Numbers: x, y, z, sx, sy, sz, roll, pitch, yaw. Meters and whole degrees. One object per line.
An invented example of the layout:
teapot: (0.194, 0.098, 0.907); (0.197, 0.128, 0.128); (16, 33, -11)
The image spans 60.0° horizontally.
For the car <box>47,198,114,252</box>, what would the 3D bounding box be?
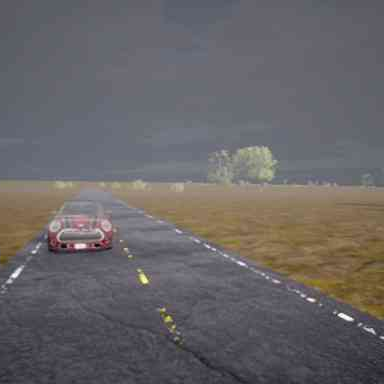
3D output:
car: (-4.180, 1.083, 12.677); (2.097, 1.767, 4.553); (0, 1, -17)
